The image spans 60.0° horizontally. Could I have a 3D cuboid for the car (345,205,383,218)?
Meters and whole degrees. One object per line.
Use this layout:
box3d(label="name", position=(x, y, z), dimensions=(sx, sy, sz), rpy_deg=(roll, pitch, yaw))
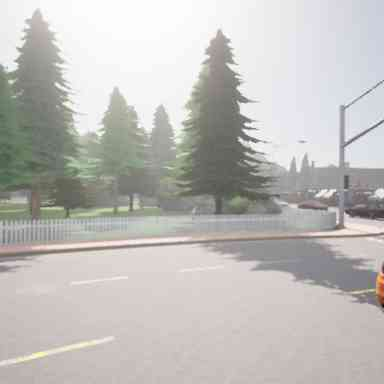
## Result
box3d(label="car", position=(17.247, 1.959, 32.536), dimensions=(1.895, 1.301, 4.718), rpy_deg=(1, 0, -10))

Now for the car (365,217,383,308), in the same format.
box3d(label="car", position=(5.737, 1.430, 6.131), dimensions=(4.553, 1.767, 2.097), rpy_deg=(1, 0, -23))

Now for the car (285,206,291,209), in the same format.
box3d(label="car", position=(13.872, 1.938, 52.597), dimensions=(1.812, 1.442, 4.674), rpy_deg=(1, 0, -9))

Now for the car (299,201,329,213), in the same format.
box3d(label="car", position=(15.547, 1.863, 42.613), dimensions=(1.882, 1.535, 5.008), rpy_deg=(1, 0, -10))
